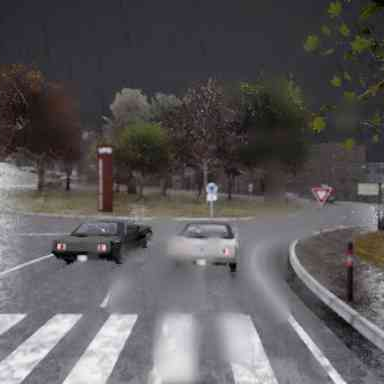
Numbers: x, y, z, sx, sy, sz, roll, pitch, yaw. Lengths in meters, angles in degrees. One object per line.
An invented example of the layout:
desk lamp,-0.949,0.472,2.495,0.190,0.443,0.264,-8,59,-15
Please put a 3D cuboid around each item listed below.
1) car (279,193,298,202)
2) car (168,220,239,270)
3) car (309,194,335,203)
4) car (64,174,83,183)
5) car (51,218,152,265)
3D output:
car,16.016,0.904,56.498,1.812,1.442,4.674,-1,2,-23
car,0.621,1.586,11.100,1.895,1.301,4.718,0,0,9
car,20.614,0.965,52.810,2.128,1.511,4.902,0,2,-15
car,-31.109,-3.344,90.119,2.231,1.521,4.892,7,6,28
car,-2.797,1.576,11.637,1.895,1.301,4.718,0,0,8
